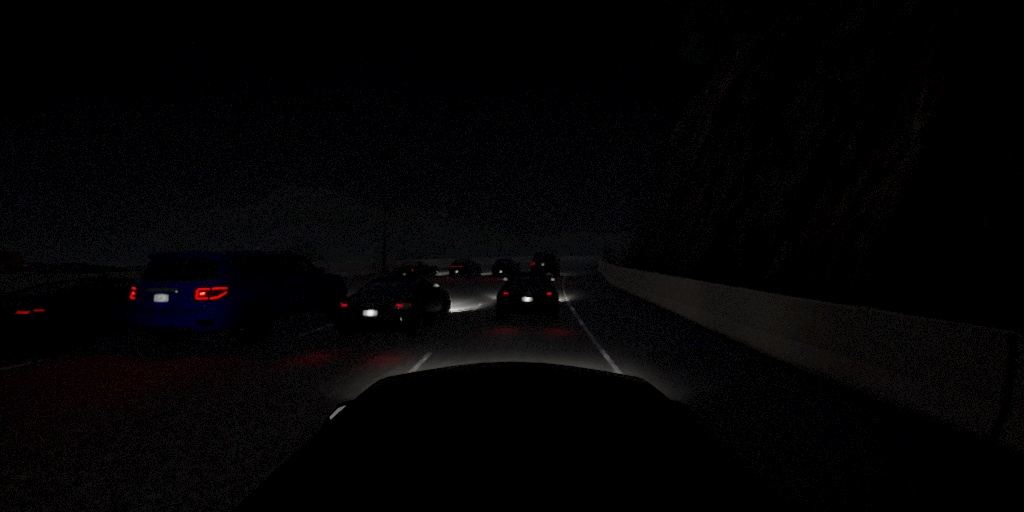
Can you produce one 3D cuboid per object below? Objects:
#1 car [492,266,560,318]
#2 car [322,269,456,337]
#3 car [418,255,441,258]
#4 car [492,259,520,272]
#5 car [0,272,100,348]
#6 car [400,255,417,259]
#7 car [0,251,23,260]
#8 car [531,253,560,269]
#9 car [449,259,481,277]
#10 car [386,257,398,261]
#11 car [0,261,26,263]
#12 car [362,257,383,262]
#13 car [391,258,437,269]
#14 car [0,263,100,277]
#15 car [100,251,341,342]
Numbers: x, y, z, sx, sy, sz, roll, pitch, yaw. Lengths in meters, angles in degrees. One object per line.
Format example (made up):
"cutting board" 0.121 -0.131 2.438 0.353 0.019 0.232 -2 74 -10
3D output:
"car" 0.584 1.229 12.570 1.994 1.385 4.181 0 0 4
"car" -3.084 1.235 10.058 1.994 1.385 4.181 0 0 3
"car" -12.306 0.809 56.907 2.033 1.411 5.357 0 0 18
"car" -0.482 1.013 31.589 1.837 1.490 4.892 0 0 10
"car" -10.142 1.218 8.968 1.994 1.385 4.181 0 0 2
"car" -15.521 0.590 58.273 2.097 1.767 4.553 0 0 18
"car" -30.648 0.712 19.462 2.150 2.045 5.566 0 1 6
"car" 2.895 0.750 30.746 2.150 2.045 5.566 0 0 10
"car" -4.054 1.001 31.518 1.837 1.490 4.892 0 0 10
"car" -18.641 0.813 60.061 1.895 1.301 4.718 0 0 18
"car" -23.684 1.070 18.938 2.033 1.411 5.357 0 0 6
"car" -22.571 0.805 59.206 1.895 1.301 4.718 0 0 17
"car" -7.904 1.095 29.930 1.895 1.301 4.718 0 0 9
"car" -20.328 1.116 16.809 1.994 1.385 4.181 0 0 5
"car" -6.639 0.883 9.601 2.150 2.045 5.566 0 0 3
